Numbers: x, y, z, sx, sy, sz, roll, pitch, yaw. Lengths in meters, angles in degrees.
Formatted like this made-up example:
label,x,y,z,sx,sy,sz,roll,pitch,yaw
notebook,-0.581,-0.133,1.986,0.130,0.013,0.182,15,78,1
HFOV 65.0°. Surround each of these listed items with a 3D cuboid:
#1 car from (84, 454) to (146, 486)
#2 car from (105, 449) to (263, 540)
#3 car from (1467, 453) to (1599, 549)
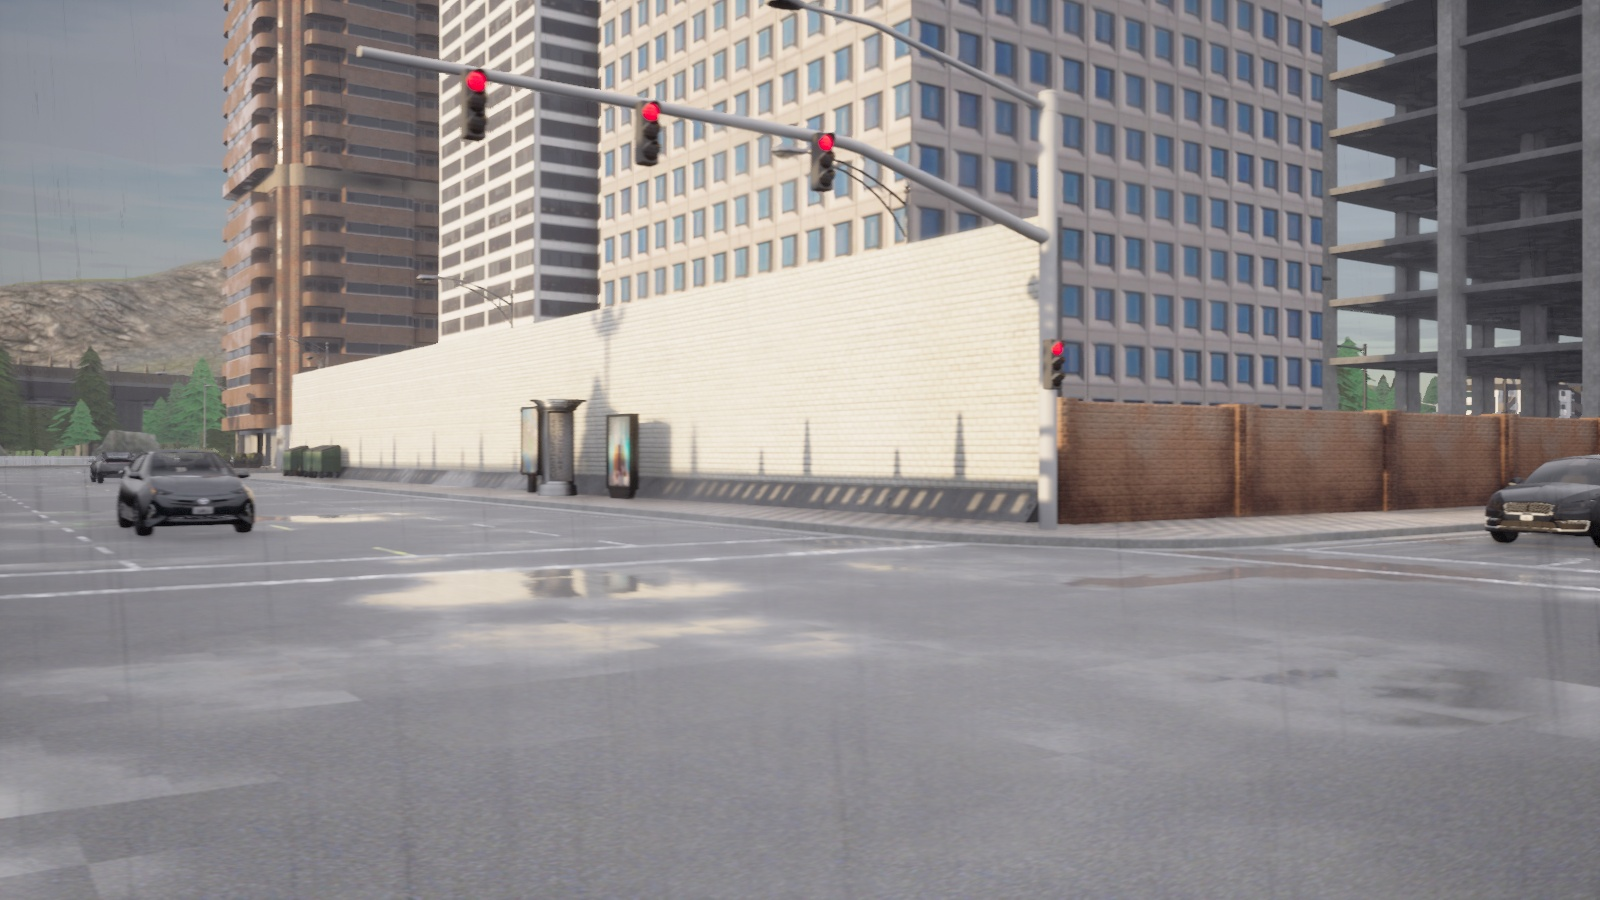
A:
label,x,y,z,sx,sy,sz,roll,pitch,yaw
car,-33.277,0.935,60.936,2.128,1.511,4.902,0,0,-35
car,-11.663,0.762,23.607,2.007,1.525,4.514,0,0,-35
car,13.761,0.798,21.772,4.892,1.490,1.837,0,0,-35
